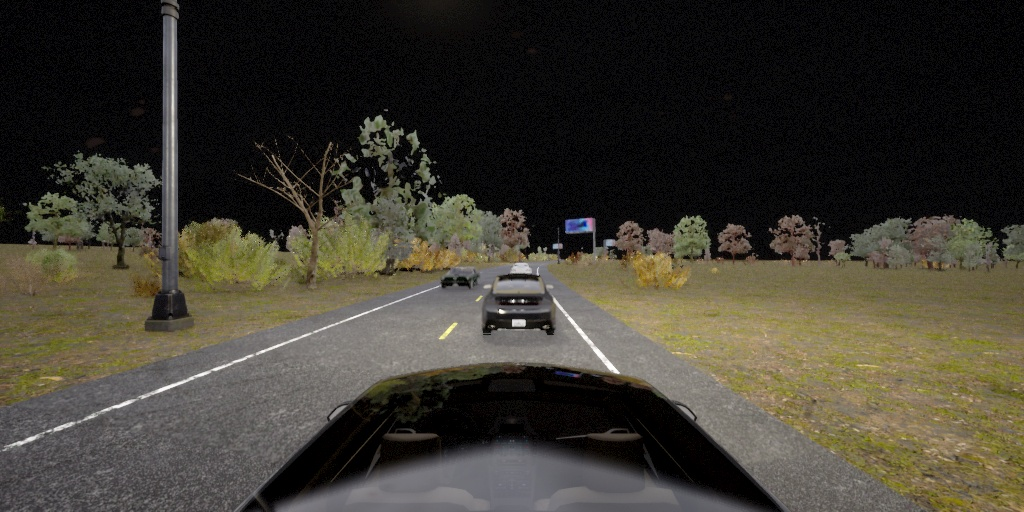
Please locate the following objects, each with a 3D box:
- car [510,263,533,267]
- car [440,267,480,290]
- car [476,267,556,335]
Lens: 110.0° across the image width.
[{"bbox_3d":[0.821,1.298,31.269,1.812,1.442,4.674,0,0,3],"label":"car"},{"bbox_3d":[-3.201,1.365,22.896,1.895,1.301,4.718,0,0,2],"label":"car"},{"bbox_3d":[0.195,1.260,10.554,1.837,1.490,4.892,0,0,1],"label":"car"}]
